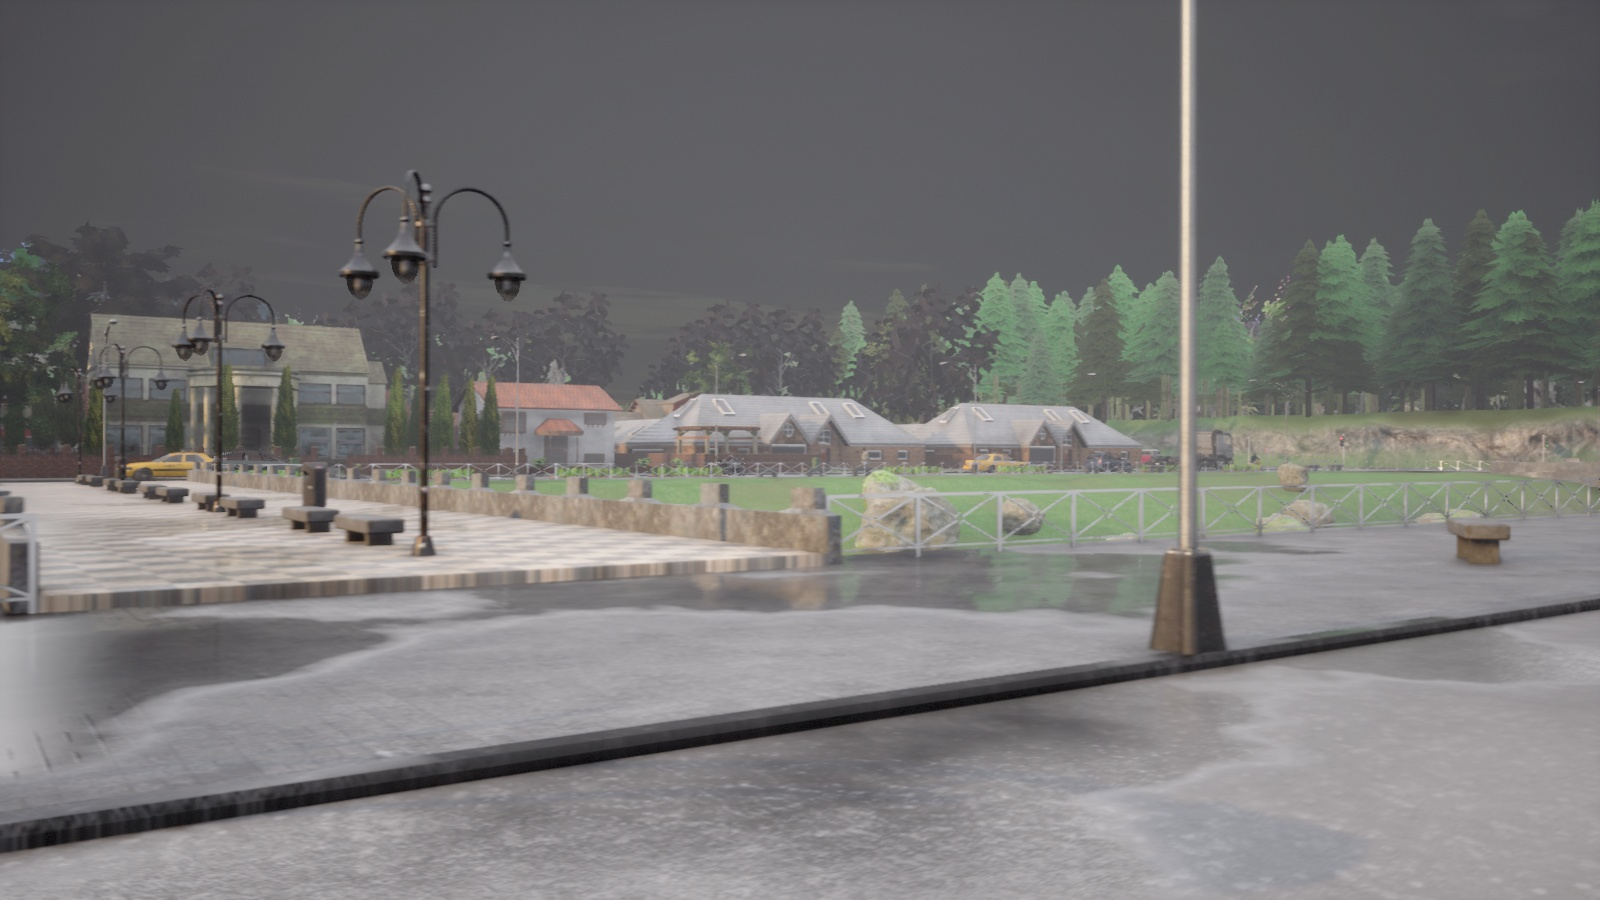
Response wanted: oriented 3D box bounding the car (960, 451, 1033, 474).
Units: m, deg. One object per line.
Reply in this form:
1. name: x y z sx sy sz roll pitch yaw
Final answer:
1. car: 13.938 0.873 89.105 5.366 1.575 1.801 0 0 -35

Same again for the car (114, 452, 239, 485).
1. car: -31.079 0.903 62.660 5.366 1.575 1.801 0 0 -35

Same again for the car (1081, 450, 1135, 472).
1. car: 23.499 0.828 95.758 3.988 1.617 1.851 0 0 -35

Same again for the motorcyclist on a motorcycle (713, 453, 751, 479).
1. motorcyclist on a motorcycle: -4.153 0.976 76.519 2.191 1.530 0.866 0 0 -35

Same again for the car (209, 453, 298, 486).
1. car: -26.515 0.929 60.961 3.705 1.549 1.789 0 0 -35
